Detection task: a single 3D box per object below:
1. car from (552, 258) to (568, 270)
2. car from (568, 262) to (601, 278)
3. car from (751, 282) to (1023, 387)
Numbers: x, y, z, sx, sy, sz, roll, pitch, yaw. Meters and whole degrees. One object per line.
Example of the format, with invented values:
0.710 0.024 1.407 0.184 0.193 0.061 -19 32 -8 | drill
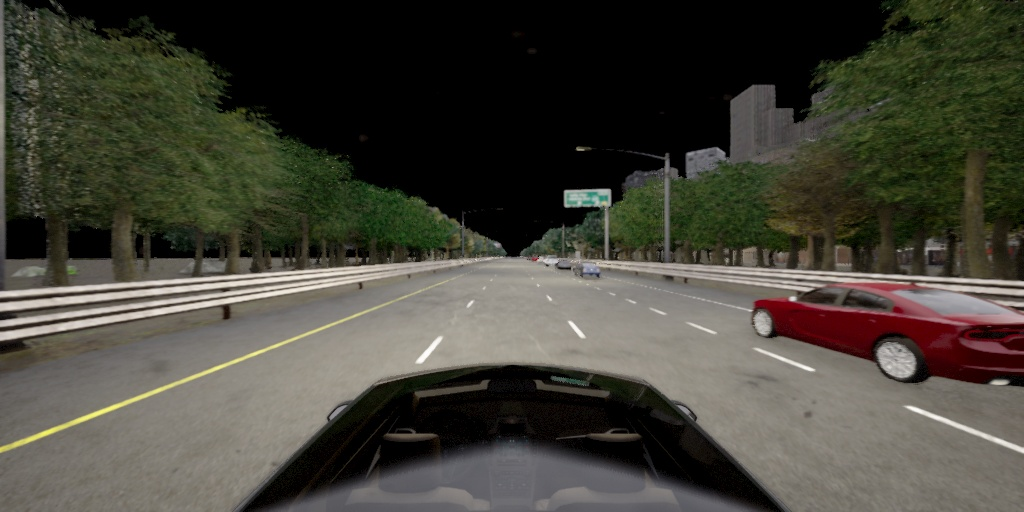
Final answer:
7.133 1.293 50.236 1.994 1.385 4.181 0 0 0 | car
7.067 1.292 34.239 2.033 1.411 5.357 0 0 0 | car
7.002 1.244 7.099 1.882 1.535 5.008 0 0 0 | car
